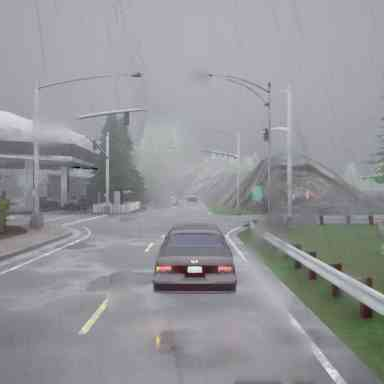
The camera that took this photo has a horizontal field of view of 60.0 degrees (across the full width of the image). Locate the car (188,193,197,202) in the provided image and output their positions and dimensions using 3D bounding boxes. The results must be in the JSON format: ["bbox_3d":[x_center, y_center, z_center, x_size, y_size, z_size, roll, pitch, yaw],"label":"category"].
[{"bbox_3d":[0.060,1.218,81.089,2.150,2.045,5.566,0,0,-2],"label":"car"}]

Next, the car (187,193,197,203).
[{"bbox_3d":[0.138,1.471,70.879,1.882,1.535,5.008,0,0,0],"label":"car"}]

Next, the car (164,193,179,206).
[{"bbox_3d":[-3.544,1.217,52.583,2.150,2.045,5.566,0,0,0],"label":"car"}]

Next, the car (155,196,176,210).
[{"bbox_3d":[-3.560,1.544,42.227,2.033,1.411,5.357,0,0,0],"label":"car"}]

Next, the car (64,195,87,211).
[{"bbox_3d":[-14.493,1.309,41.552,1.905,1.878,3.866,0,0,-1],"label":"car"}]

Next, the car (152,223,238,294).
[{"bbox_3d":[0.076,1.547,8.937,2.033,1.411,5.357,0,0,1],"label":"car"}]

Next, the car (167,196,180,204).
[{"bbox_3d":[-3.500,1.542,63.230,2.033,1.411,5.357,0,0,0],"label":"car"}]

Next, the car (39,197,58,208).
[{"bbox_3d":[-20.196,1.476,45.835,2.242,1.667,4.611,0,0,-1],"label":"car"}]
